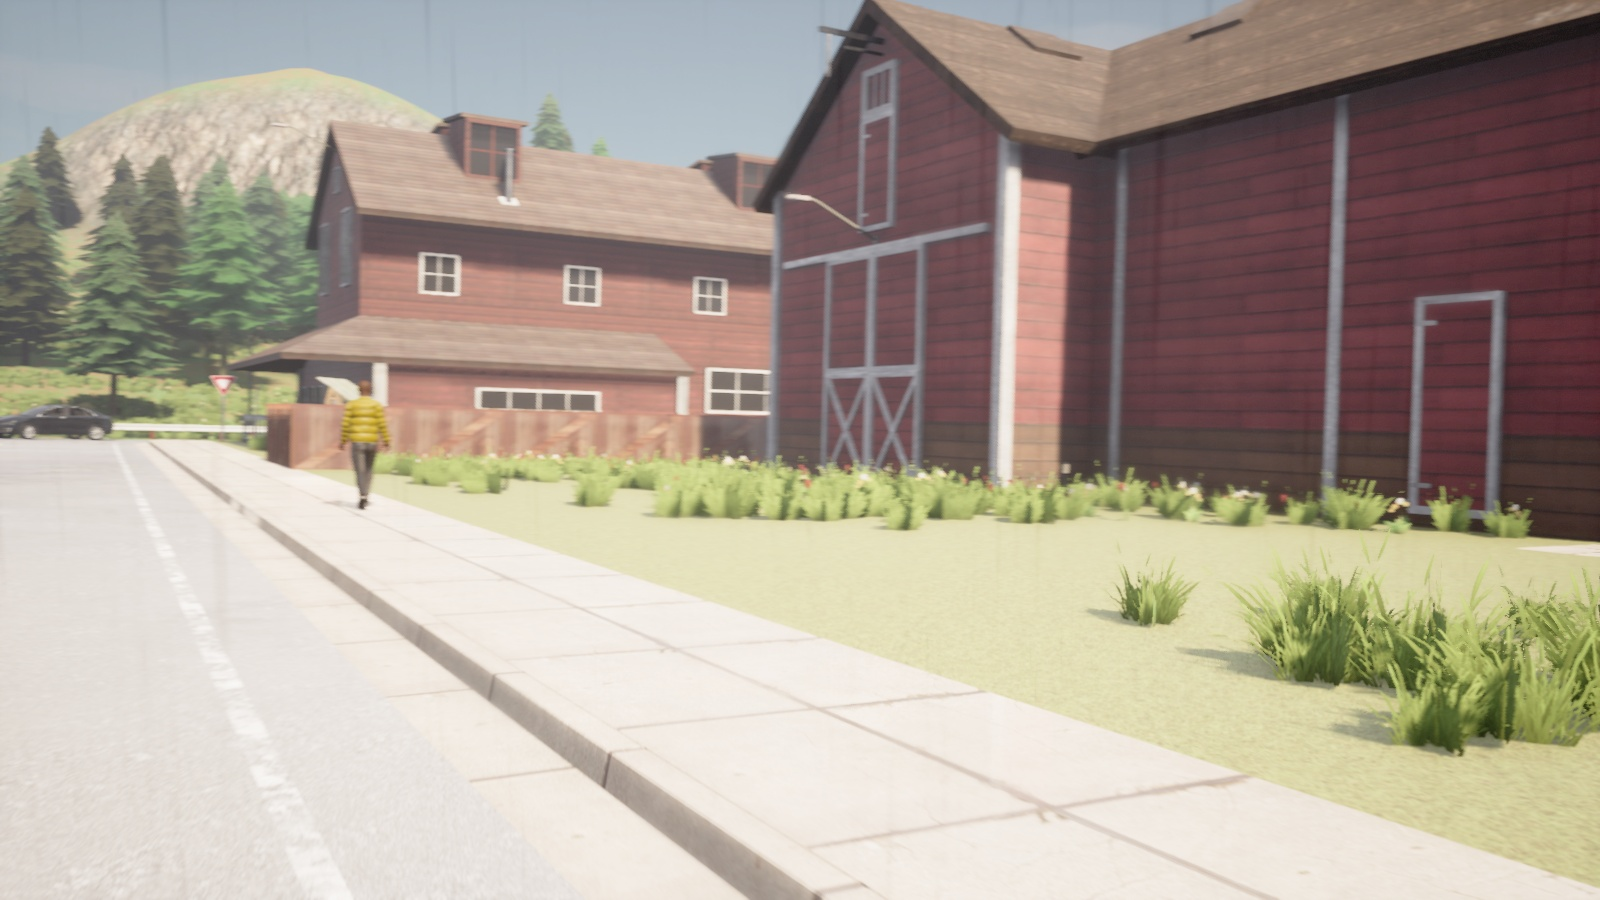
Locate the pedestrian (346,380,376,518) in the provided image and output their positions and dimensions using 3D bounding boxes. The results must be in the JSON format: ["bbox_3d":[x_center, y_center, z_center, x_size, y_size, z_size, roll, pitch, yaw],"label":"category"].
[{"bbox_3d":[-6.009,-0.022,17.191,0.370,1.835,0.726,0,1,-19],"label":"pedestrian"}]

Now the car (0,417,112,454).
[{"bbox_3d":[-32.402,-0.606,53.796,1.837,1.490,4.892,0,0,30],"label":"car"}]
